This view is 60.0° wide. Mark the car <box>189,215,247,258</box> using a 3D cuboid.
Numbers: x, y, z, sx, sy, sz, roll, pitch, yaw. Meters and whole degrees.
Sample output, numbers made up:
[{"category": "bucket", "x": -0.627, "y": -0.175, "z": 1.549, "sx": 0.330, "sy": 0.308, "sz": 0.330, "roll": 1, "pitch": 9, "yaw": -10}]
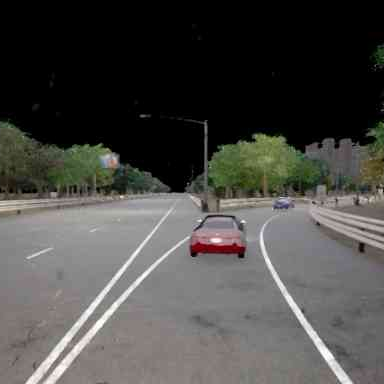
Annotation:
[{"category": "car", "x": 1.132, "y": 1.570, "z": 12.977, "sx": 1.994, "sy": 1.385, "sz": 4.181, "roll": 0, "pitch": 0, "yaw": 9}]

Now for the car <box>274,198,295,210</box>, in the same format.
[{"category": "car", "x": 11.867, "y": 1.554, "z": 42.860, "sx": 1.812, "sy": 1.442, "sz": 4.674, "roll": 0, "pitch": 0, "yaw": 30}]
